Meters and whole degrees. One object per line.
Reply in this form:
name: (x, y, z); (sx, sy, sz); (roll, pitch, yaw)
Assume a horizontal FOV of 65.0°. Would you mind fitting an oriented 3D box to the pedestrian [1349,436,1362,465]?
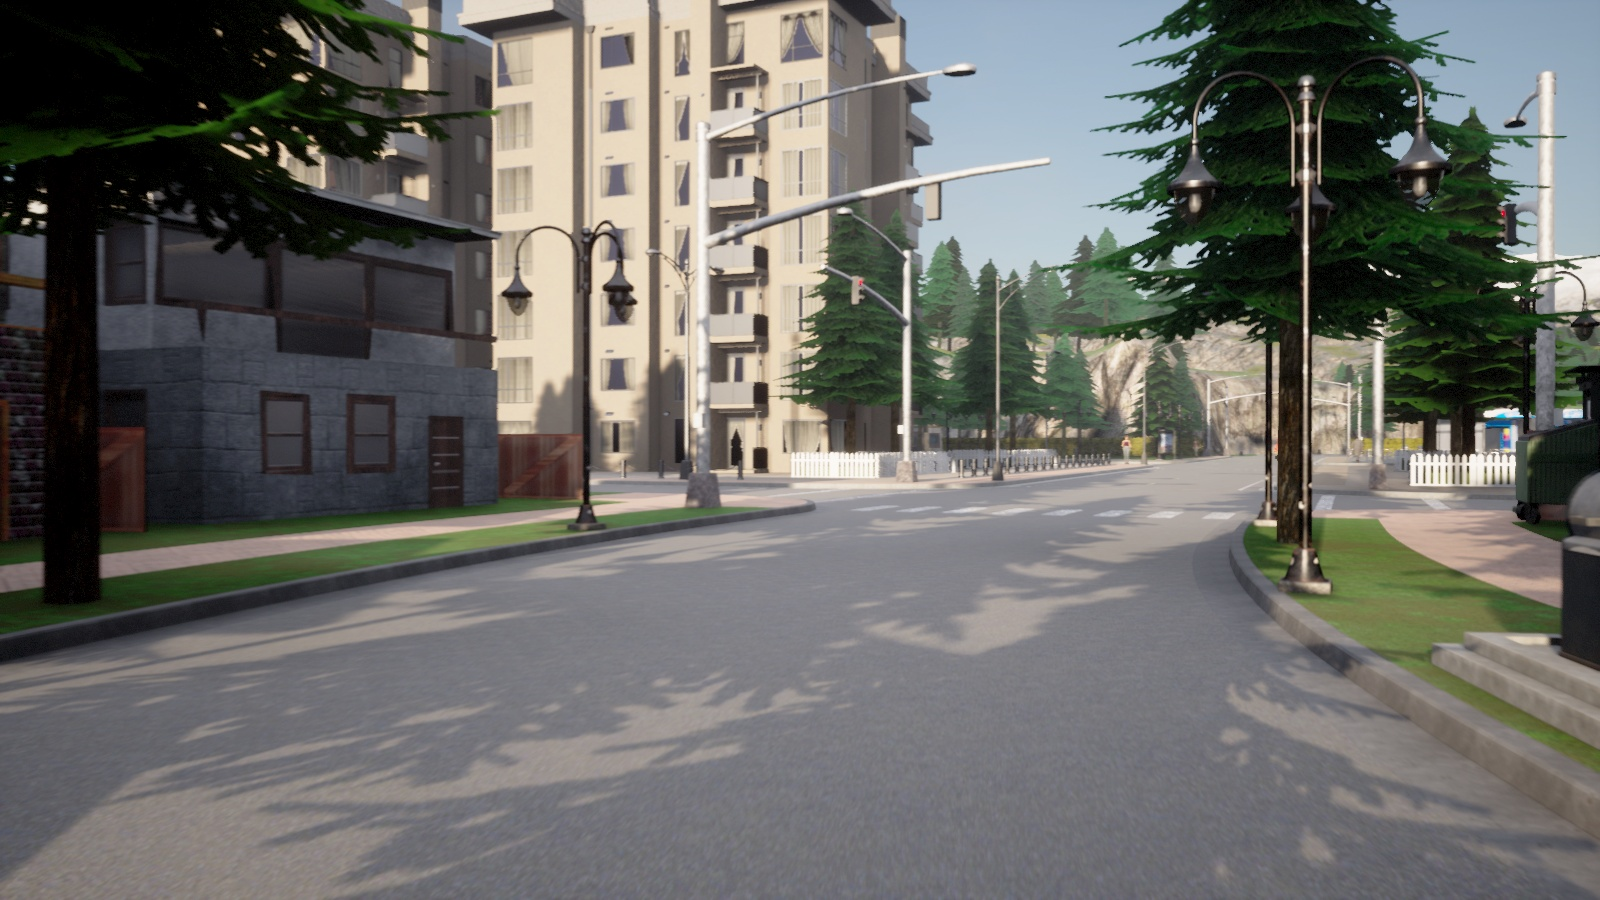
pedestrian: (38.111, 0.012, 86.122); (0.659, 1.952, 0.873); (0, 0, 12)
